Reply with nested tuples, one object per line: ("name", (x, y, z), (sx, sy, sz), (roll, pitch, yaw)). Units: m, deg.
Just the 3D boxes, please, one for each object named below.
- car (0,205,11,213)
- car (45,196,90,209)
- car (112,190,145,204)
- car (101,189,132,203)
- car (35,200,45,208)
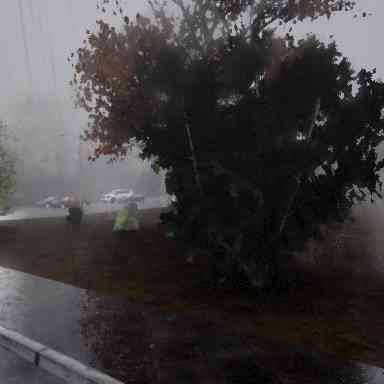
("car", (-21.710, 1.646, 34.668), (1.895, 1.301, 4.718), (0, 1, 39))
("car", (-15.498, 1.306, 42.403), (1.882, 1.535, 5.008), (0, 2, 39))
("car", (-9.172, 0.964, 50.270), (1.812, 1.442, 4.674), (0, 3, 39))
("car", (-11.723, 0.658, 52.674), (2.150, 2.045, 5.566), (0, 3, 39))
("car", (-18.355, 1.350, 44.435), (1.837, 1.490, 4.892), (0, 2, 39))
